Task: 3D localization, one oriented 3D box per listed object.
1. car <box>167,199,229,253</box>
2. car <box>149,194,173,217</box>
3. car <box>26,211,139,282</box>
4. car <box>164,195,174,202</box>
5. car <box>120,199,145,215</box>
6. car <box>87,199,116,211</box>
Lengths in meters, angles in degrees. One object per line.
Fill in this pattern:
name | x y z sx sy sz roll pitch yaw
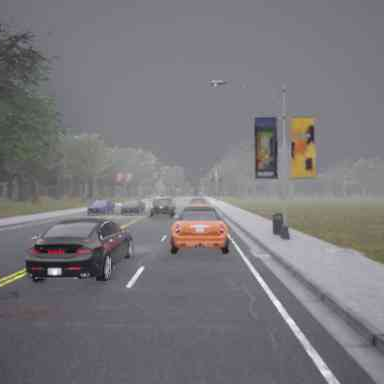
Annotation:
car | 0.311 1.363 13.917 2.097 1.767 4.553 0 0 1
car | -2.648 1.379 31.311 2.097 1.767 4.553 0 0 1
car | -3.009 1.519 9.808 1.837 1.490 4.892 0 0 1
car | -5.254 1.418 75.700 1.837 1.490 4.892 0 0 1
car | -6.040 1.512 34.256 1.882 1.535 5.008 0 0 1
car | -9.289 1.519 34.310 1.882 1.535 5.008 0 0 1
